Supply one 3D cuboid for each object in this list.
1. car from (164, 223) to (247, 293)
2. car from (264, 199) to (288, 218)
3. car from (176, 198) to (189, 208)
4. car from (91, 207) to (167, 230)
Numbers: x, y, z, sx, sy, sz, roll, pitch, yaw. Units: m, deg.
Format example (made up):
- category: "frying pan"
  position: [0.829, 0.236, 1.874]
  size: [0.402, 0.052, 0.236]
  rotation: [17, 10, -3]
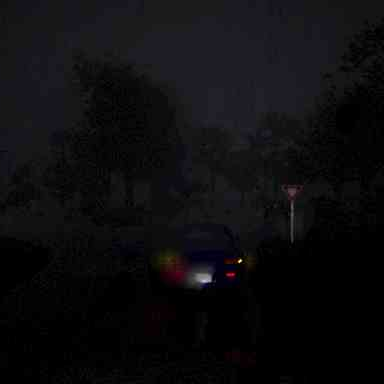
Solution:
- category: "car"
  position: [0.384, 1.540, 8.802]
  size: [1.812, 1.442, 4.674]
  rotation: [0, 0, 4]
- category: "car"
  position: [7.892, 1.402, 31.501]
  size: [2.097, 1.767, 4.553]
  rotation: [0, 0, 12]
- category: "car"
  position: [-2.954, 1.555, 48.584]
  size: [5.008, 1.535, 1.882]
  rotation: [0, -1, 16]
- category: "car"
  position: [-3.817, 1.634, 21.003]
  size: [4.718, 1.301, 1.895]
  rotation: [0, 0, -6]
